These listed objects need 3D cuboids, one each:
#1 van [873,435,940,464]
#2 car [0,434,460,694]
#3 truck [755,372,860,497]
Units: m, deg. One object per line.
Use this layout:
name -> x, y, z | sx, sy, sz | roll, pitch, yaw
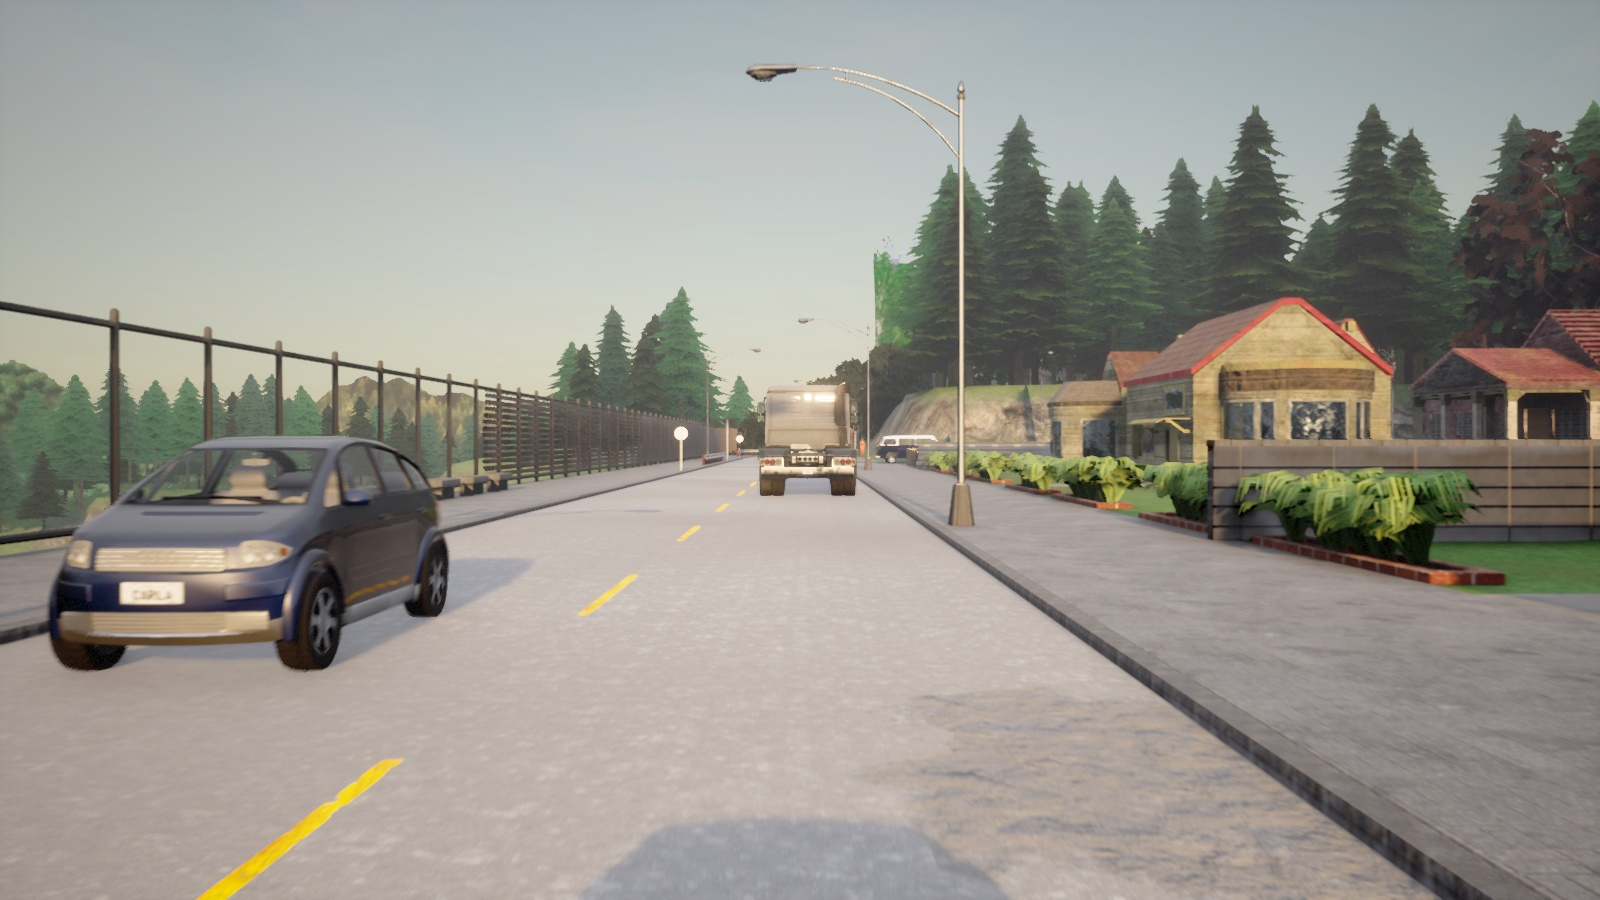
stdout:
van -> 7.464, -0.022, 88.279 | 4.480, 2.038, 2.069 | 0, 0, -1
car -> -3.932, 0.669, 9.341 | 1.789, 1.549, 3.705 | 0, 0, 0
truck -> 0.236, -0.453, 38.589 | 2.891, 3.462, 7.936 | 0, 0, 0
